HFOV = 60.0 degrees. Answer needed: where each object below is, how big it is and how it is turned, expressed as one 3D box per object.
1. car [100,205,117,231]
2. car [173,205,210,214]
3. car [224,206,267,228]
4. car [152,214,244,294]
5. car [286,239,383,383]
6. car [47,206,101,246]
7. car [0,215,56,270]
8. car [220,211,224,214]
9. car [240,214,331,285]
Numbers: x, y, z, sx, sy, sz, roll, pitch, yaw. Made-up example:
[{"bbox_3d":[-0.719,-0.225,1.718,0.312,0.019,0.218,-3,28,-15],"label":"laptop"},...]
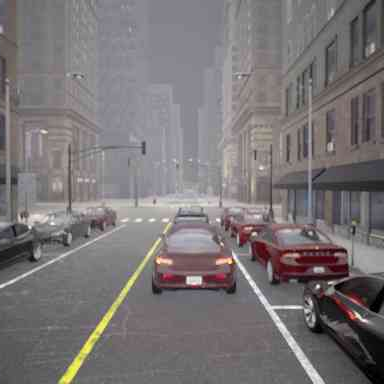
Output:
[{"bbox_3d":[-5.822,1.539,20.390,1.887,1.381,4.507,-1,0,0],"label":"car"},{"bbox_3d":[-0.015,1.486,18.430,2.128,1.511,4.902,0,0,1],"label":"car"},{"bbox_3d":[2.718,1.540,14.906,1.887,1.381,4.507,-1,0,0],"label":"car"},{"bbox_3d":[0.049,1.523,8.657,1.812,1.442,4.674,0,0,0],"label":"car"},{"bbox_3d":[2.746,1.564,3.896,1.947,1.339,4.313,-1,0,0],"label":"car"},{"bbox_3d":[-5.807,1.546,14.885,2.008,1.369,4.403,-1,0,0],"label":"car"},{"bbox_3d":[-5.793,1.563,9.380,1.947,1.339,4.313,-1,0,0],"label":"car"},{"bbox_3d":[2.703,1.539,20.412,1.887,1.381,4.507,-1,0,0],"label":"car"},{"bbox_3d":[2.732,1.542,9.401,1.887,1.381,4.507,-1,0,0],"label":"car"}]
